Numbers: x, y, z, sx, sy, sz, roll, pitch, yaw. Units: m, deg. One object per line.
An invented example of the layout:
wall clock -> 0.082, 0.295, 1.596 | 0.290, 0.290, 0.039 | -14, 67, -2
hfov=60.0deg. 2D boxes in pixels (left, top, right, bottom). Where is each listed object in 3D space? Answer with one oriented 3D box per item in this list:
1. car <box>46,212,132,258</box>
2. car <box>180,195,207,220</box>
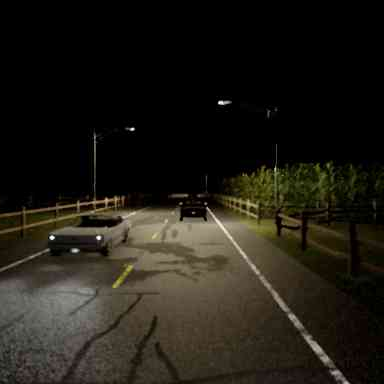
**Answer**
car -> -3.579, 1.467, 12.382 | 1.895, 1.301, 4.718 | 0, 1, 0
car -> 0.101, 1.215, 24.865 | 1.882, 1.535, 5.008 | 0, 1, 0
